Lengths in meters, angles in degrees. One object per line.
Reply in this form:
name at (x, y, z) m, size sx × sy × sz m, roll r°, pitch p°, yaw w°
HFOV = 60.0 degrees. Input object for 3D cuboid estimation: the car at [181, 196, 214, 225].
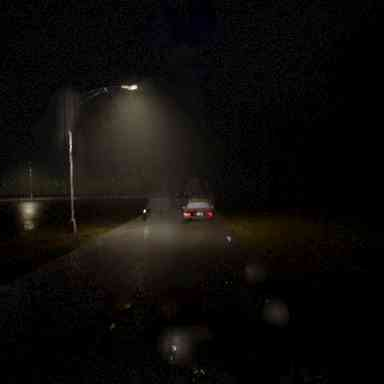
car at (0.398, 1.230, 20.932) m, size 2.033 × 1.411 × 5.357 m, roll -1°, pitch 1°, yaw 1°

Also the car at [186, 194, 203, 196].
car at (0.609, 0.988, 37.226) m, size 1.895 × 1.301 × 4.718 m, roll -1°, pitch 1°, yaw 1°

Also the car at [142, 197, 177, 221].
car at (-2.398, 1.290, 24.208) m, size 1.895 × 1.301 × 4.718 m, roll -1°, pitch 1°, yaw 1°

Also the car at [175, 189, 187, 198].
car at (-1.929, 0.293, 60.583) m, size 2.097 × 1.767 × 4.553 m, roll -1°, pitch 1°, yaw 1°
